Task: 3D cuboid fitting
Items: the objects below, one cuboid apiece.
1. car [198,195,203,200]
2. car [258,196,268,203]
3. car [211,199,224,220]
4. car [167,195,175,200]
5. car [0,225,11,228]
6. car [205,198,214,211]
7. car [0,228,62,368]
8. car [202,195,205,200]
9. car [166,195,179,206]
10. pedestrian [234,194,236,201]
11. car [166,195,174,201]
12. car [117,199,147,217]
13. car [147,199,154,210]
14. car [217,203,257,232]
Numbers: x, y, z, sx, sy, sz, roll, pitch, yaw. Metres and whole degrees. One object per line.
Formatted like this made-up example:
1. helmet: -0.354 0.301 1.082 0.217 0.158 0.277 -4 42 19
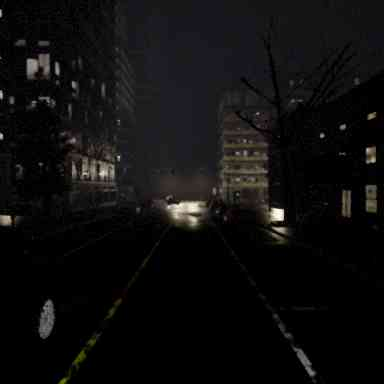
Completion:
1. car: 2.688 1.477 91.461 2.008 1.369 4.403 -1 0 0
2. car: 16.322 1.573 70.983 4.403 1.369 2.008 0 1 1
3. car: 2.749 1.521 25.274 1.887 1.381 4.507 -1 0 0
4. car: -5.692 1.492 91.461 1.947 1.339 4.313 -1 0 0
5. car: -5.701 1.537 8.401 1.887 1.381 4.507 -1 0 0
6. car: 2.812 1.518 36.562 2.008 1.369 4.403 -1 0 0
7. car: -3.101 1.474 3.532 1.882 1.535 5.008 0 0 0
8. car: 2.813 1.483 48.021 1.752 1.417 4.829 -1 0 0
9. car: -3.000 1.500 54.200 2.033 1.411 5.357 0 0 0
10. pedestrian: 7.142 1.260 56.174 0.375 1.860 0.375 -1 1 0
11. car: -5.693 1.455 85.637 1.752 1.417 4.829 -1 0 0
12. car: -5.802 1.522 30.976 2.008 1.369 4.403 -1 0 0
13. car: -5.827 1.507 42.265 1.887 1.381 4.507 -1 0 0
14. car: 2.715 1.564 19.630 1.802 1.307 4.206 -1 0 0
